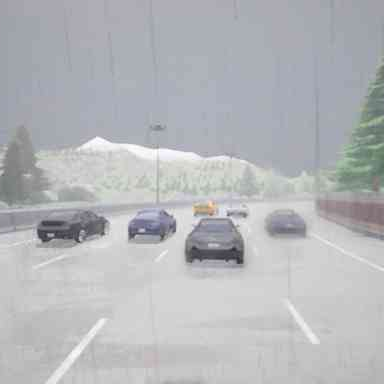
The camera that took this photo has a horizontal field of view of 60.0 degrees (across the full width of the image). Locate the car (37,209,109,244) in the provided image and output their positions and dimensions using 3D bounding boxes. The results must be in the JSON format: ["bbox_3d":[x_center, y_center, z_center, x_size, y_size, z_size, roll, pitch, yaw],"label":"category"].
[{"bbox_3d":[-5.695,1.604,16.522,1.837,1.490,4.892,0,0,7],"label":"car"}]

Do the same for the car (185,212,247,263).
[{"bbox_3d":[0.881,1.649,12.372,1.994,1.385,4.181,0,0,6],"label":"car"}]

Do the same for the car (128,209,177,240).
[{"bbox_3d":[-2.024,1.641,17.696,1.812,1.442,4.674,0,0,7],"label":"car"}]

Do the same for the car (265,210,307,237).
[{"bbox_3d":[5.286,1.704,19.130,1.994,1.385,4.181,0,0,9],"label":"car"}]

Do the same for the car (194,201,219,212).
[{"bbox_3d":[1.596,1.718,35.246,1.882,1.535,5.008,0,0,15],"label":"car"}]

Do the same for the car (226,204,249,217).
[{"bbox_3d":[4.689,1.835,33.395,1.895,1.301,4.718,0,0,15],"label":"car"}]
